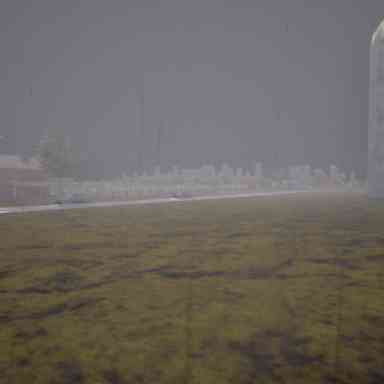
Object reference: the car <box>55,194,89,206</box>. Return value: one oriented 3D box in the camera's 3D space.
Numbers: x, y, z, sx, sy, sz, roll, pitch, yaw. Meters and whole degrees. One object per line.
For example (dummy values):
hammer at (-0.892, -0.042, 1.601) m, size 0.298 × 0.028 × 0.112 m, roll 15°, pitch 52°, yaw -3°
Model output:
car at (-15.109, 0.941, 42.042) m, size 1.994 × 1.385 × 4.181 m, roll 1°, pitch 2°, yaw 36°

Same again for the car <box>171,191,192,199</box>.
car at (-1.896, 0.476, 60.206) m, size 1.994 × 1.385 × 4.181 m, roll 1°, pitch 2°, yaw 36°
